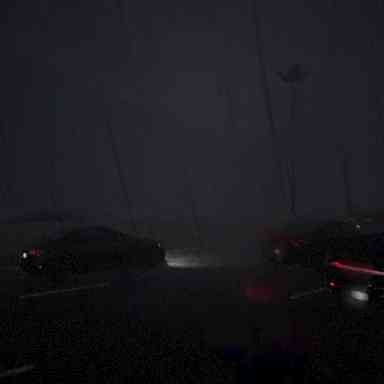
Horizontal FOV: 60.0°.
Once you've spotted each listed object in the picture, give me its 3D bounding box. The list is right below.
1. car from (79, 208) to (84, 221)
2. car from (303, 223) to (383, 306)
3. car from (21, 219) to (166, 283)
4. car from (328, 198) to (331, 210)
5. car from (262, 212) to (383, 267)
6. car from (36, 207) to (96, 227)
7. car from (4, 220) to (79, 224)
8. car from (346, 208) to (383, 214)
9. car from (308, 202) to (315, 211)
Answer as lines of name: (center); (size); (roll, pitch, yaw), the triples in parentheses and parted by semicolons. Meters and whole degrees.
car: (-10.003, 1.868, 22.538); (5.357, 1.411, 2.033); (1, -1, -35)
car: (4.874, 1.606, 7.193); (4.902, 1.511, 2.128); (1, -1, -36)
car: (-2.911, 1.713, 10.235); (4.181, 1.385, 1.994); (1, -1, -35)
car: (22.031, 2.013, 51.965); (2.150, 2.045, 5.566); (-1, -1, 40)
car: (4.524, 1.651, 11.295); (5.008, 1.535, 1.882); (1, -1, -37)
car: (-10.112, 1.947, 26.817); (4.181, 1.385, 1.994); (1, -1, -36)
car: (-9.012, 1.834, 19.009); (4.181, 1.385, 1.994); (1, -1, -35)
car: (11.824, 1.840, 21.643); (4.892, 1.490, 1.837); (0, -1, -40)
car: (19.849, 2.333, 54.819); (1.837, 1.490, 4.892); (-1, -1, 40)
